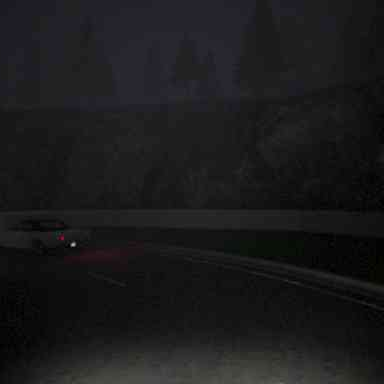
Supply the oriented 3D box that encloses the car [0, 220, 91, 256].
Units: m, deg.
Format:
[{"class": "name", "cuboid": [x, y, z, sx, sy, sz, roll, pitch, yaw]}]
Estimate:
[{"class": "car", "cuboid": [-6.771, 1.831, 14.137, 4.718, 1.301, 1.895, -1, -1, 23]}]
